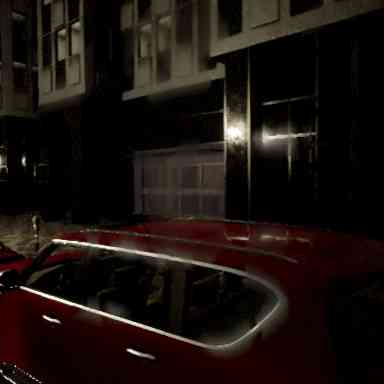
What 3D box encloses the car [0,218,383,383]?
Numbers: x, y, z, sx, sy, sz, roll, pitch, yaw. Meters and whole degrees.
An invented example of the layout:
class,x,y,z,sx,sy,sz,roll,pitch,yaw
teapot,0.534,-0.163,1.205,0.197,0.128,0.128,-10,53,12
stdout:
class,x,y,z,sx,sy,sz,roll,pitch,yaw
car,-0.480,1.210,3.401,5.009,1.841,2.192,1,2,37
